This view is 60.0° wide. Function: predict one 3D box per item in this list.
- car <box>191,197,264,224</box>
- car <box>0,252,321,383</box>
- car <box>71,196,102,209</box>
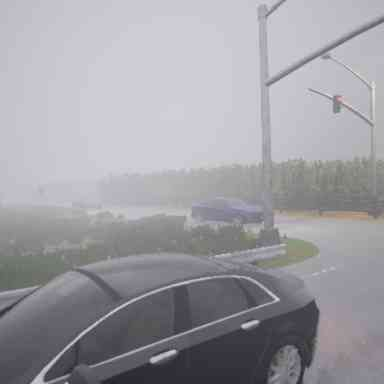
[{"bbox_3d":[2.031,1.048,19.127,1.882,1.535,5.008,-3,2,-40],"label":"car"},{"bbox_3d":[-0.684,1.504,3.386,4.892,1.490,1.837,-1,1,-35],"label":"car"},{"bbox_3d":[-10.972,1.172,34.385,1.812,1.442,4.674,-3,2,-40],"label":"car"}]
